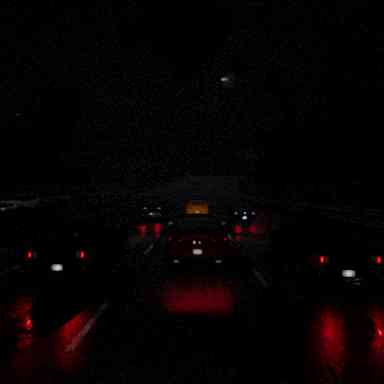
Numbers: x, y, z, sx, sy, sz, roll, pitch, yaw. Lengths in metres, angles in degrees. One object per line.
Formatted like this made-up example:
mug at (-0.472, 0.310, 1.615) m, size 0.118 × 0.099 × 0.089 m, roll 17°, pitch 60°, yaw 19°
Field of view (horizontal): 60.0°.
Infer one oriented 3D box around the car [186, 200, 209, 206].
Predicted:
car at (0.500, 1.451, 29.518) m, size 1.882 × 1.535 × 5.008 m, roll 0°, pitch 0°, yaw 1°

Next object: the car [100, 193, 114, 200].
car at (-18.704, 1.002, 73.383) m, size 1.882 × 1.535 × 5.008 m, roll 0°, pitch 1°, yaw 3°

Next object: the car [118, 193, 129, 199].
car at (-15.126, 1.026, 74.560) m, size 1.882 × 1.535 × 5.008 m, roll 0°, pitch 1°, yaw 4°

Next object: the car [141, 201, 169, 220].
car at (-3.040, 1.463, 27.915) m, size 2.128 × 1.511 × 4.902 m, roll 0°, pitch 0°, yaw 1°

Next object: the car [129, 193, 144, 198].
car at (-11.719, 1.061, 72.932) m, size 1.812 × 1.442 × 4.674 m, roll 0°, pitch 1°, yaw 3°

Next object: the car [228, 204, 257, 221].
car at (3.928, 1.579, 26.652) m, size 1.895 × 1.301 × 4.718 m, roll 0°, pitch 0°, yaw 1°

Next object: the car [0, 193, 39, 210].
car at (-17.109, 1.175, 33.002) m, size 2.150 × 2.045 × 5.566 m, roll 0°, pitch 0°, yaw 2°

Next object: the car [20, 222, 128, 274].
car at (-3.338, 1.589, 10.513) m, size 1.895 × 1.301 × 4.718 m, roll 0°, pitch 0°, yaw 0°

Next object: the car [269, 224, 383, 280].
car at (3.657, 1.594, 9.929) m, size 1.895 × 1.301 × 4.718 m, roll 0°, pitch 0°, yaw 0°

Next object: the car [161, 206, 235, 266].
car at (0.176, 1.467, 11.517) m, size 1.882 × 1.535 × 5.008 m, roll 0°, pitch 0°, yaw 1°

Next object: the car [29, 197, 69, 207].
car at (-13.613, 1.463, 32.638) m, size 1.837 × 1.490 × 4.892 m, roll 0°, pitch 0°, yaw 2°
